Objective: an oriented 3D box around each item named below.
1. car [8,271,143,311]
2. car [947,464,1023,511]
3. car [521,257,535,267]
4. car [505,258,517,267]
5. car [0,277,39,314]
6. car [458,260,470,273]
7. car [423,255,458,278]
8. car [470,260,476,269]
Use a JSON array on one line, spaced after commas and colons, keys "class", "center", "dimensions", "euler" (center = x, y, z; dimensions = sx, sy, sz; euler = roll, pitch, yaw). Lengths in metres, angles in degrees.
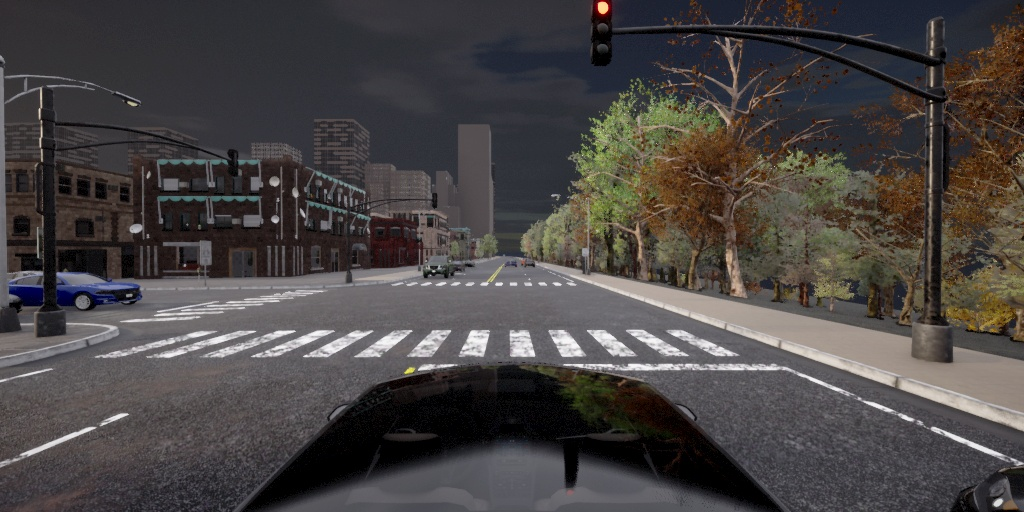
[{"class": "car", "center": [-18.753, 1.435, 15.196], "dimensions": [5.008, 1.535, 1.882], "euler": [-1, 1, -1]}, {"class": "car", "center": [3.364, 1.314, 0.164], "dimensions": [1.994, 1.385, 4.181], "euler": [0, 0, -1]}, {"class": "car", "center": [3.041, 1.231, 63.203], "dimensions": [1.837, 1.490, 4.892], "euler": [0, 0, 0]}, {"class": "car", "center": [-0.214, 1.078, 63.986], "dimensions": [2.097, 1.767, 4.553], "euler": [0, 0, 0]}, {"class": "car", "center": [-20.000, 1.565, 12.480], "dimensions": [4.313, 1.339, 1.948], "euler": [0, 0, 0]}, {"class": "car", "center": [-6.812, 1.282, 44.048], "dimensions": [2.033, 1.411, 5.357], "euler": [0, 0, 0]}, {"class": "car", "center": [-6.759, 0.961, 33.663], "dimensions": [2.150, 2.045, 5.566], "euler": [0, 0, 0]}, {"class": "car", "center": [-6.857, 1.331, 56.474], "dimensions": [1.895, 1.301, 4.718], "euler": [0, 0, 0]}]
